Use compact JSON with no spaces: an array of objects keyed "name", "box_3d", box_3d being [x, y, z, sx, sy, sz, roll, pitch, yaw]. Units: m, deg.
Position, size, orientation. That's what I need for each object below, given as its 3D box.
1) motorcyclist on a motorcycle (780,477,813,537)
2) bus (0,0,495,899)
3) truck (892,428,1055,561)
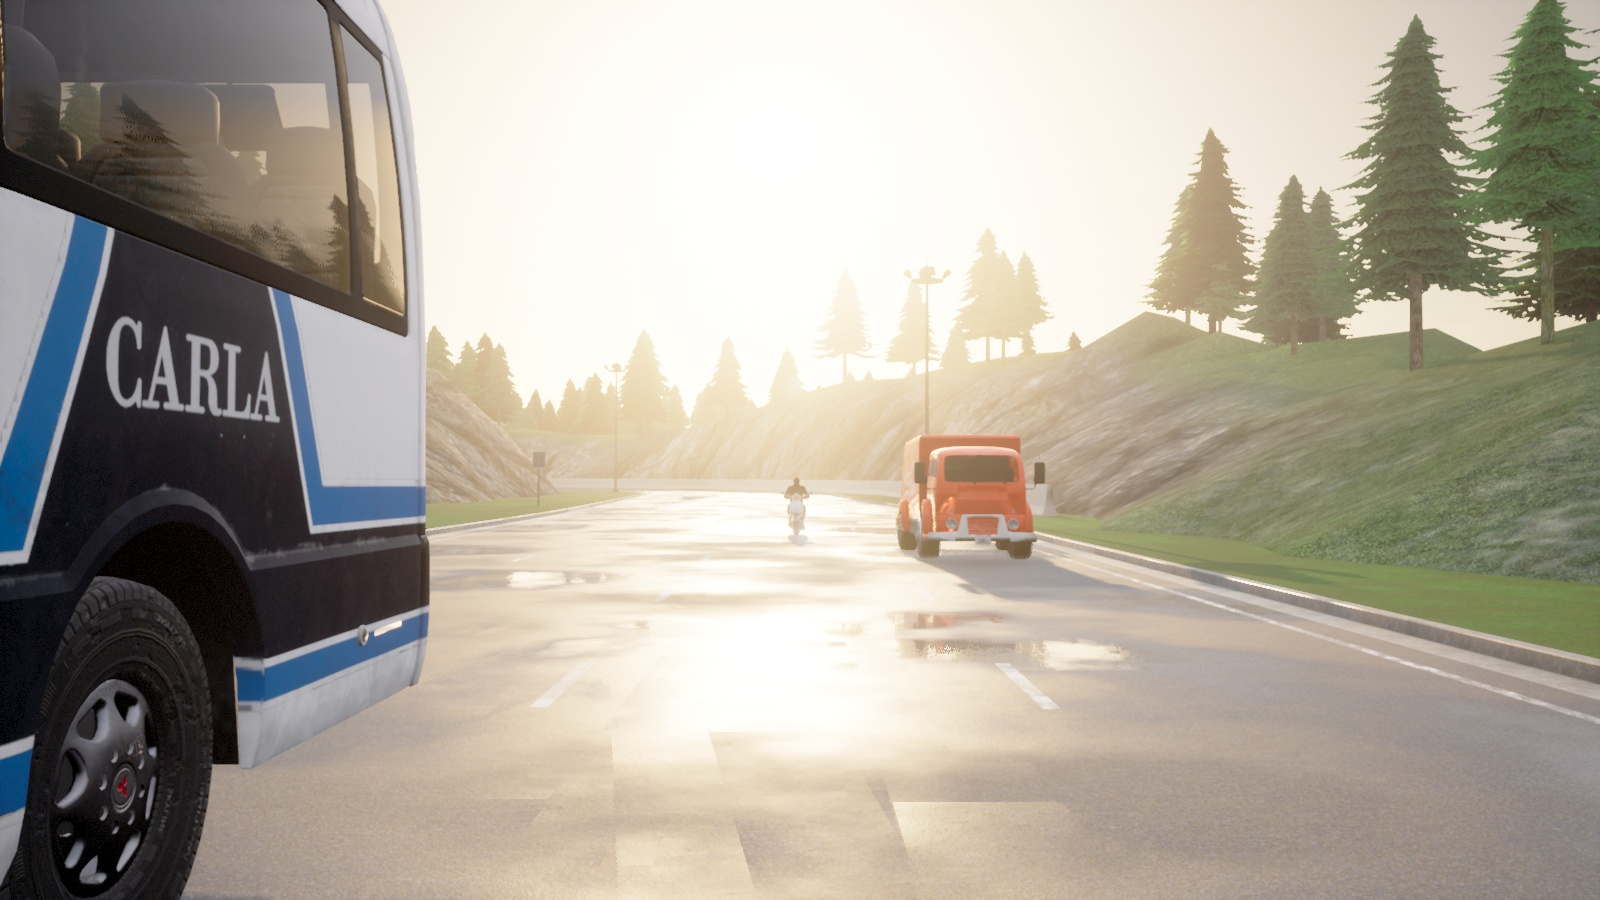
[{"name":"motorcyclist on a motorcycle","box_3d":[-0.084,1.522,34.126,0.866,1.590,1.817,0,-1,0]},{"name":"bus","box_3d":[-3.509,-0.513,1.195,3.944,4.253,10.273,0,-2,0]},{"name":"truck","box_3d":[3.435,0.892,26.061,2.627,2.467,5.204,0,-1,0]}]
